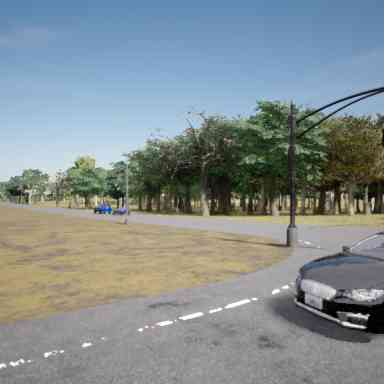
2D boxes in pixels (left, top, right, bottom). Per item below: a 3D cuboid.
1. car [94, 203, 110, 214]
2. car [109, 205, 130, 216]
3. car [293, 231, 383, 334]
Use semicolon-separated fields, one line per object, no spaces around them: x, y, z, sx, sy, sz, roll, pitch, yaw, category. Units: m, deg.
-17.590;3.259;65.381;2.150;2.045;5.566;1;-2;-33;car
-12.093;3.272;56.974;1.812;1.442;4.674;1;-2;-33;car
4.215;1.493;6.304;4.902;1.511;2.128;0;0;-23;car
